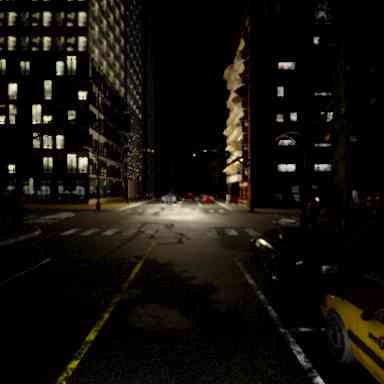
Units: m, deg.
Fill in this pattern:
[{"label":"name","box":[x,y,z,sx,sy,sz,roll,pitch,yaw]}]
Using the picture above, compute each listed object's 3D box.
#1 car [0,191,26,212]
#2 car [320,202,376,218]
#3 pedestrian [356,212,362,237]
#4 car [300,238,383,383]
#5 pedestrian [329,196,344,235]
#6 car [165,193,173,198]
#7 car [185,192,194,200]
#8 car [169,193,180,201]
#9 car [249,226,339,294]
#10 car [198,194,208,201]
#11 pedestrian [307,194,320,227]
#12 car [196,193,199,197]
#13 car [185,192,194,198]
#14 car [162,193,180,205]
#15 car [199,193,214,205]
[{"label":"car","box":[-17.900,0.801,30.364,5.009,1.841,2.192,1,-1,-1]},{"label":"car","box":[14.434,1.608,30.866,4.829,1.417,1.752,1,-1,-1]},{"label":"pedestrian","box":[8.026,1.199,15.938,0.375,1.860,0.375,0,0,0]},{"label":"car","box":[2.670,1.503,2.931,1.752,1.417,4.829,0,0,0]},{"label":"pedestrian","box":[6.597,1.041,15.327,0.375,1.860,0.375,0,0,0]},{"label":"car","box":[-6.307,0.916,91.567,2.008,1.369,4.403,0,0,0]},{"label":"car","box":[-0.492,1.031,73.045,1.994,1.385,4.181,0,0,0]},{"label":"car","box":[-3.460,1.033,66.671,2.128,1.511,4.902,0,0,0]},{"label":"car","box":[2.633,1.503,8.444,1.947,1.339,4.313,0,0,0]},{"label":"car","box":[2.226,1.064,69.030,2.008,1.369,4.403,0,0,0]},{"label":"pedestrian","box":[6.022,1.019,16.523,0.375,1.860,0.375,0,0,0]},{"label":"car","box":[2.263,1.101,63.382,2.008,1.369,4.403,0,0,0]},{"label":"car","box":[-0.559,0.778,83.046,2.128,1.511,4.902,0,0,0]},{"label":"car","box":[-3.415,0.985,51.070,2.097,1.767,4.553,0,0,0]},{"label":"car","box":[2.400,1.220,50.466,1.802,1.307,4.206,0,0,0]}]
